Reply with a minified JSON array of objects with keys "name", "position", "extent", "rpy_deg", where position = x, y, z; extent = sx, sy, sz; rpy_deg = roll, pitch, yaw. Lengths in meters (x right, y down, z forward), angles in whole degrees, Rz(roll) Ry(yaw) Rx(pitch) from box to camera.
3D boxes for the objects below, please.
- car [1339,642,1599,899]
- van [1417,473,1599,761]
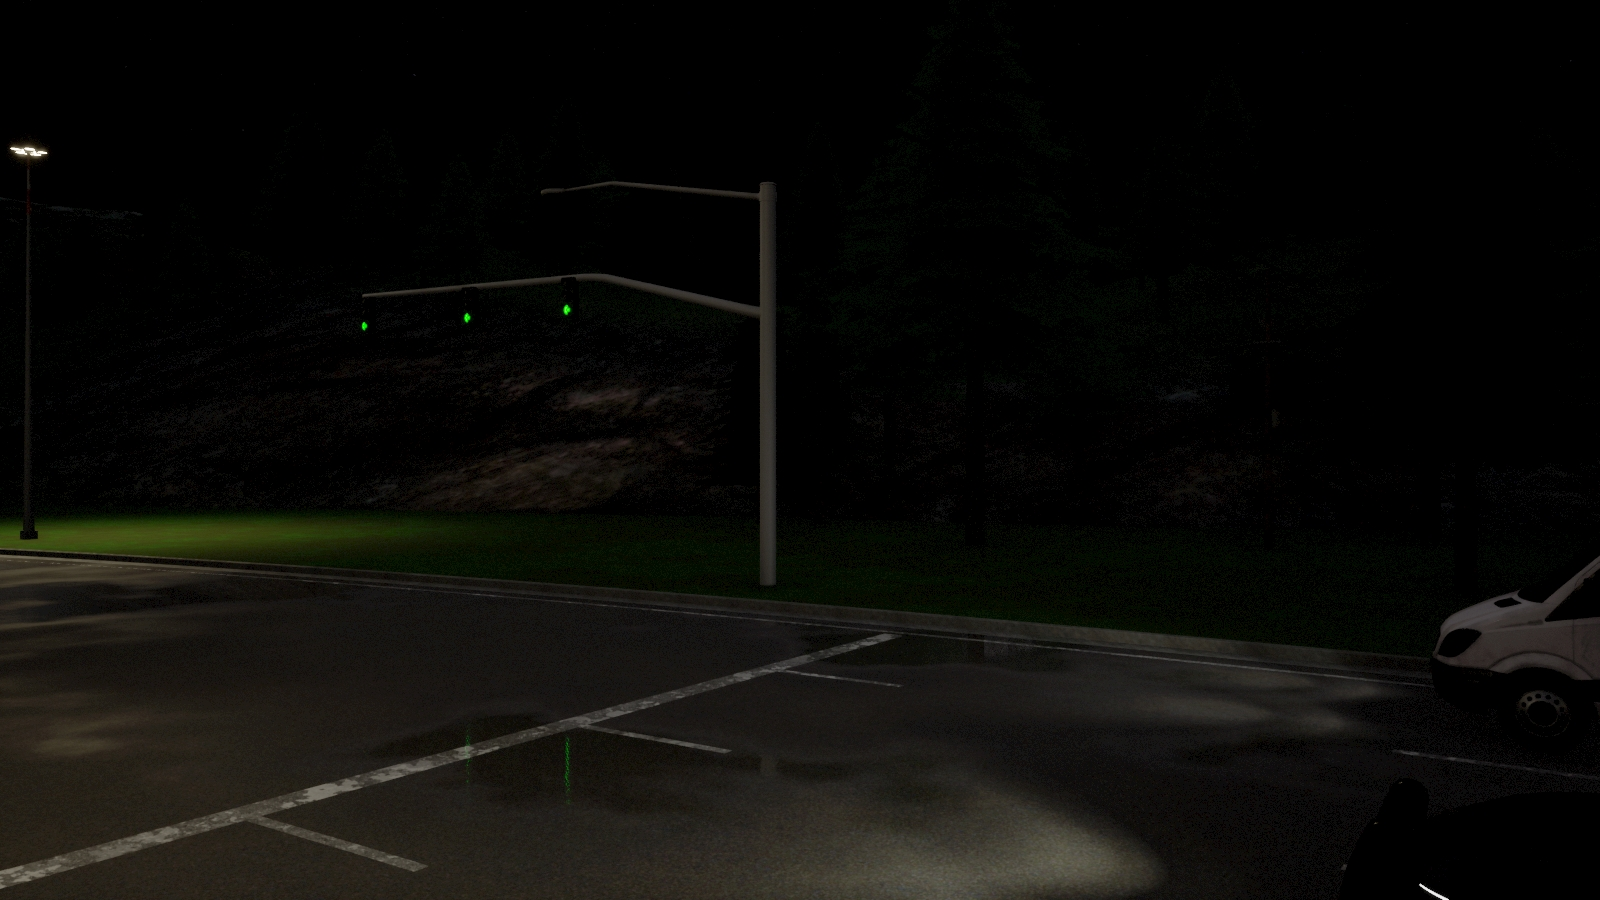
[{"name":"car","position":[5.200,1.982,4.552],"extent":[5.238,1.638,2.097],"rpy_deg":[0,0,35]},{"name":"van","position":[9.028,1.534,10.264],"extent":[5.915,2.561,1.988],"rpy_deg":[0,0,36]}]
